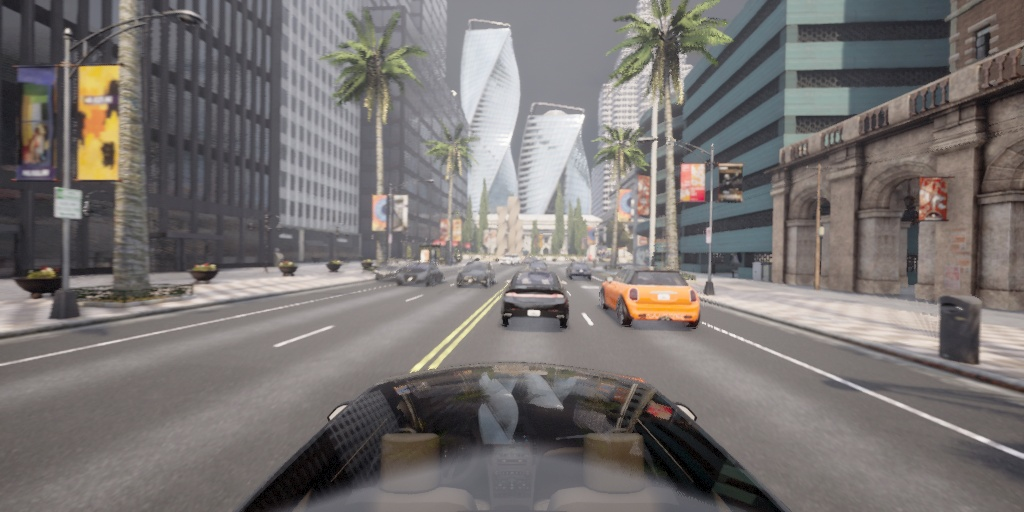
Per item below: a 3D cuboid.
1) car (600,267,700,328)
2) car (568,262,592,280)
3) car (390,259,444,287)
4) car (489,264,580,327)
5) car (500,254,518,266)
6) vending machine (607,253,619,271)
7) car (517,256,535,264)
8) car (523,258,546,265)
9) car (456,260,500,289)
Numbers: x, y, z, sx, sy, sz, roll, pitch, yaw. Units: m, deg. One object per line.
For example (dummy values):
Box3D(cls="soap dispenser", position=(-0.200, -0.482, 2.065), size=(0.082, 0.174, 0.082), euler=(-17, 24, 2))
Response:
Box3D(cls="car", position=(4.284, 1.128, 11.847), size=(2.097, 1.767, 4.553), euler=(1, 0, 4))
Box3D(cls="car", position=(5.779, 1.254, 31.419), size=(2.033, 1.411, 5.357), euler=(1, 0, 4))
Box3D(cls="car", position=(-5.642, 1.113, 22.375), size=(1.994, 1.385, 4.181), euler=(1, 0, 4))
Box3D(cls="car", position=(0.738, 1.207, 11.400), size=(2.128, 1.511, 4.902), euler=(1, 0, 4))
Box3D(cls="car", position=(-0.347, 0.659, 64.030), size=(2.150, 2.045, 5.566), euler=(1, 0, 21))
Box3D(cls="vending machine", position=(15.838, 0.957, 56.302), size=(1.100, 2.100, 0.880), euler=(0, 0, 19))
Box3D(cls="car", position=(3.178, 0.857, 63.089), size=(2.097, 1.767, 4.553), euler=(1, 0, 22))
Box3D(cls="car", position=(2.293, 1.191, 31.740), size=(2.033, 1.411, 5.357), euler=(1, 0, 4))
Box3D(cls="car", position=(-2.140, 1.116, 22.255), size=(1.837, 1.490, 4.892), euler=(1, 0, 4))
